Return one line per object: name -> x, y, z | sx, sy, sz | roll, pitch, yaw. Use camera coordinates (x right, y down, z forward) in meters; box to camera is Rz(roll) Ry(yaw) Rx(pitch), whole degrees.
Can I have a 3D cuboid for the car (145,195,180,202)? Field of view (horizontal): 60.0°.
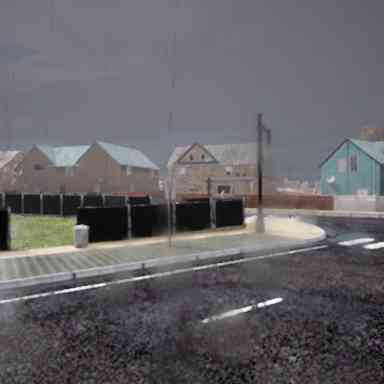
car -> -2.509, 0.986, 26.380 | 5.008, 1.535, 1.882 | 1, 1, 19
